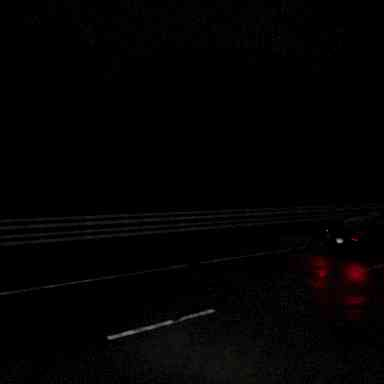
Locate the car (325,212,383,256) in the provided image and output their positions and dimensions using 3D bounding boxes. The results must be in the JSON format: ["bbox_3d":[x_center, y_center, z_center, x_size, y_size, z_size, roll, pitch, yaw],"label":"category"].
[{"bbox_3d":[7.104,1.534,13.115,4.674,1.442,1.812,0,0,-35],"label":"car"}]
